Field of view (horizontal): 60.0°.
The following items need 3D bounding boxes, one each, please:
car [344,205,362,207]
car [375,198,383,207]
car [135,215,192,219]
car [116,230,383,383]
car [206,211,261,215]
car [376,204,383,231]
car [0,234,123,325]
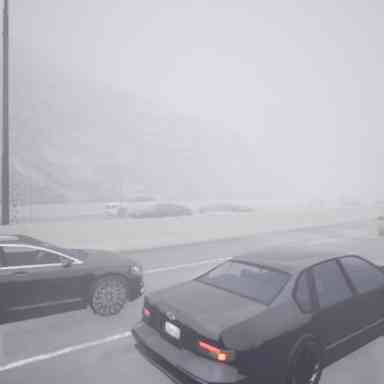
[{"bbox_3d":[25.495,1.641,52.607,1.812,1.442,4.674,0,0,39],"label":"car"},{"bbox_3d":[31.416,1.718,54.438,1.895,1.301,4.718,0,0,38],"label":"car"},{"bbox_3d":[-2.267,1.537,24.516,5.008,1.535,1.882,0,0,-40],"label":"car"},{"bbox_3d":[1.787,1.560,5.156,5.357,1.411,2.033,0,0,-37],"label":"car"},{"bbox_3d":[2.927,1.658,24.282,4.718,1.301,1.895,0,0,-41],"label":"car"},{"bbox_3d":[11.594,1.516,17.675,5.008,1.535,1.882,0,0,-41],"label":"car"},{"bbox_3d":[-3.201,1.507,5.858,4.902,1.511,2.128,0,0,-36],"label":"car"}]
